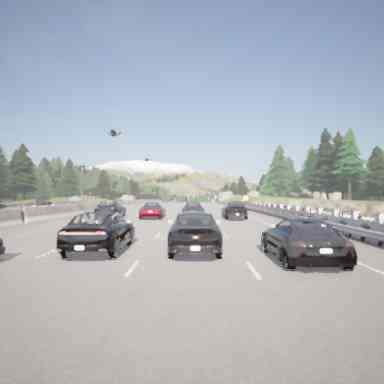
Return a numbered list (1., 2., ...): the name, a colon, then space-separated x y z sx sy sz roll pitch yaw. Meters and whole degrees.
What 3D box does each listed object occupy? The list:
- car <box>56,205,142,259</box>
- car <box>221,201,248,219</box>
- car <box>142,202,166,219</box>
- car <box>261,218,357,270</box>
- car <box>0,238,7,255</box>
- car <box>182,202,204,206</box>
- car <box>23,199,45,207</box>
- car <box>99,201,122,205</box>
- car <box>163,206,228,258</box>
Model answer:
1. car: -3.399 1.473 12.471 2.128 1.511 4.902 0 0 0
2. car: 3.600 1.514 28.641 1.837 1.490 4.892 0 0 0
3. car: -3.401 1.575 28.940 1.994 1.385 4.181 0 0 0
4. car: 3.601 1.548 10.923 1.994 1.385 4.181 0 0 0
5. car: -6.899 1.535 8.271 2.033 1.411 5.357 0 0 0
6. car: 0.099 1.577 29.218 1.994 1.385 4.181 0 0 0
7. car: -17.588 1.589 38.135 2.128 1.511 4.902 0 -1 0
8. car: -6.900 1.500 28.509 2.128 1.511 4.902 0 0 0
9. car: 0.101 1.486 12.658 1.837 1.490 4.892 0 0 0
